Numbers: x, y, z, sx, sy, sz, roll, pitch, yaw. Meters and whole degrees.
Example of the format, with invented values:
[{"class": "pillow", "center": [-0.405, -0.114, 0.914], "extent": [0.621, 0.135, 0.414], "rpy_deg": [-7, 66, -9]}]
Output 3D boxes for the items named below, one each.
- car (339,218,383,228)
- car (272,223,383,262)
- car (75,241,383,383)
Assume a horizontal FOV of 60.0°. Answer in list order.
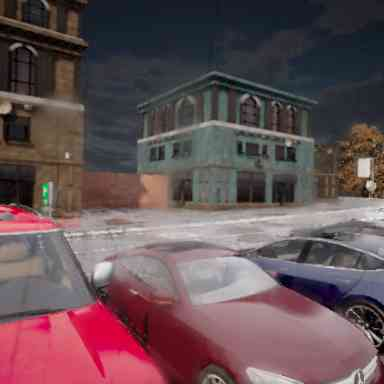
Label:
[{"class": "car", "center": [4.650, 1.448, 7.893], "extent": [2.097, 1.535, 5.008], "rpy_deg": [0, 1, -35]}, {"class": "car", "center": [2.354, 1.486, 6.312], "extent": [2.163, 1.488, 4.792], "rpy_deg": [0, 0, -35]}, {"class": "car", "center": [0.089, 1.497, 4.690], "extent": [2.002, 1.452, 4.674], "rpy_deg": [0, 0, -35]}]
